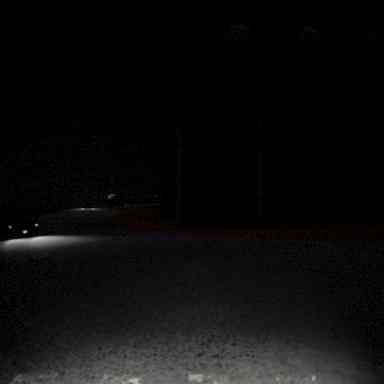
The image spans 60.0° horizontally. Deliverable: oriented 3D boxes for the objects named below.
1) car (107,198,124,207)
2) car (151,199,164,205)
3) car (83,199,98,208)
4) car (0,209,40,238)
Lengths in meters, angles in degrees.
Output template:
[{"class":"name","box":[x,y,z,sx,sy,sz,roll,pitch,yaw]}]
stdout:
[{"class":"car","box":[-13.971,1.873,60.665,2.097,1.767,4.553,0,-1,3]},{"class":"car","box":[-7.962,2.213,76.434,2.033,1.411,5.357,0,-1,-19]},{"class":"car","box":[-16.876,2.005,55.580,1.837,1.490,4.892,0,-1,-8]},{"class":"car","box":[-10.607,1.630,18.190,5.357,1.411,2.033,0,-1,33]}]
